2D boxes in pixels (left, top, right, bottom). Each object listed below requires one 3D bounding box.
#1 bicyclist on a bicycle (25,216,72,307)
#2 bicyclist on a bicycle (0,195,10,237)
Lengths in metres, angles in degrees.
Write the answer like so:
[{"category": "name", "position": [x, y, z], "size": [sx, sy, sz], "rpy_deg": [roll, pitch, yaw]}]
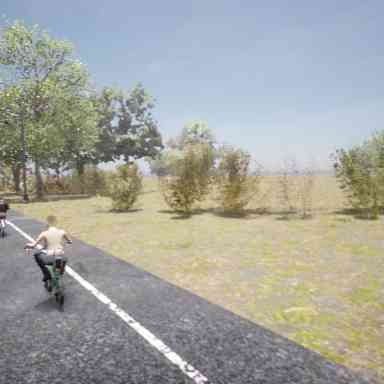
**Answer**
[{"category": "bicyclist on a bicycle", "position": [-2.662, 1.245, 6.321], "size": [0.866, 1.612, 1.509], "rpy_deg": [-3, 3, -34]}, {"category": "bicyclist on a bicycle", "position": [-8.215, 1.016, 14.371], "size": [0.659, 1.776, 1.843], "rpy_deg": [-3, 3, -35]}]
